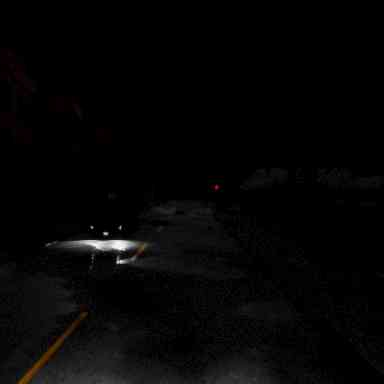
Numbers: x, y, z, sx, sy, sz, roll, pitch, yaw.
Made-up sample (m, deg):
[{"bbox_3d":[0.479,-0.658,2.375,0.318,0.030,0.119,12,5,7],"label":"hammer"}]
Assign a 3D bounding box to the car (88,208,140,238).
[{"bbox_3d":[-4.093,1.596,18.425,2.033,1.411,5.357,0,0,0],"label":"car"}]
